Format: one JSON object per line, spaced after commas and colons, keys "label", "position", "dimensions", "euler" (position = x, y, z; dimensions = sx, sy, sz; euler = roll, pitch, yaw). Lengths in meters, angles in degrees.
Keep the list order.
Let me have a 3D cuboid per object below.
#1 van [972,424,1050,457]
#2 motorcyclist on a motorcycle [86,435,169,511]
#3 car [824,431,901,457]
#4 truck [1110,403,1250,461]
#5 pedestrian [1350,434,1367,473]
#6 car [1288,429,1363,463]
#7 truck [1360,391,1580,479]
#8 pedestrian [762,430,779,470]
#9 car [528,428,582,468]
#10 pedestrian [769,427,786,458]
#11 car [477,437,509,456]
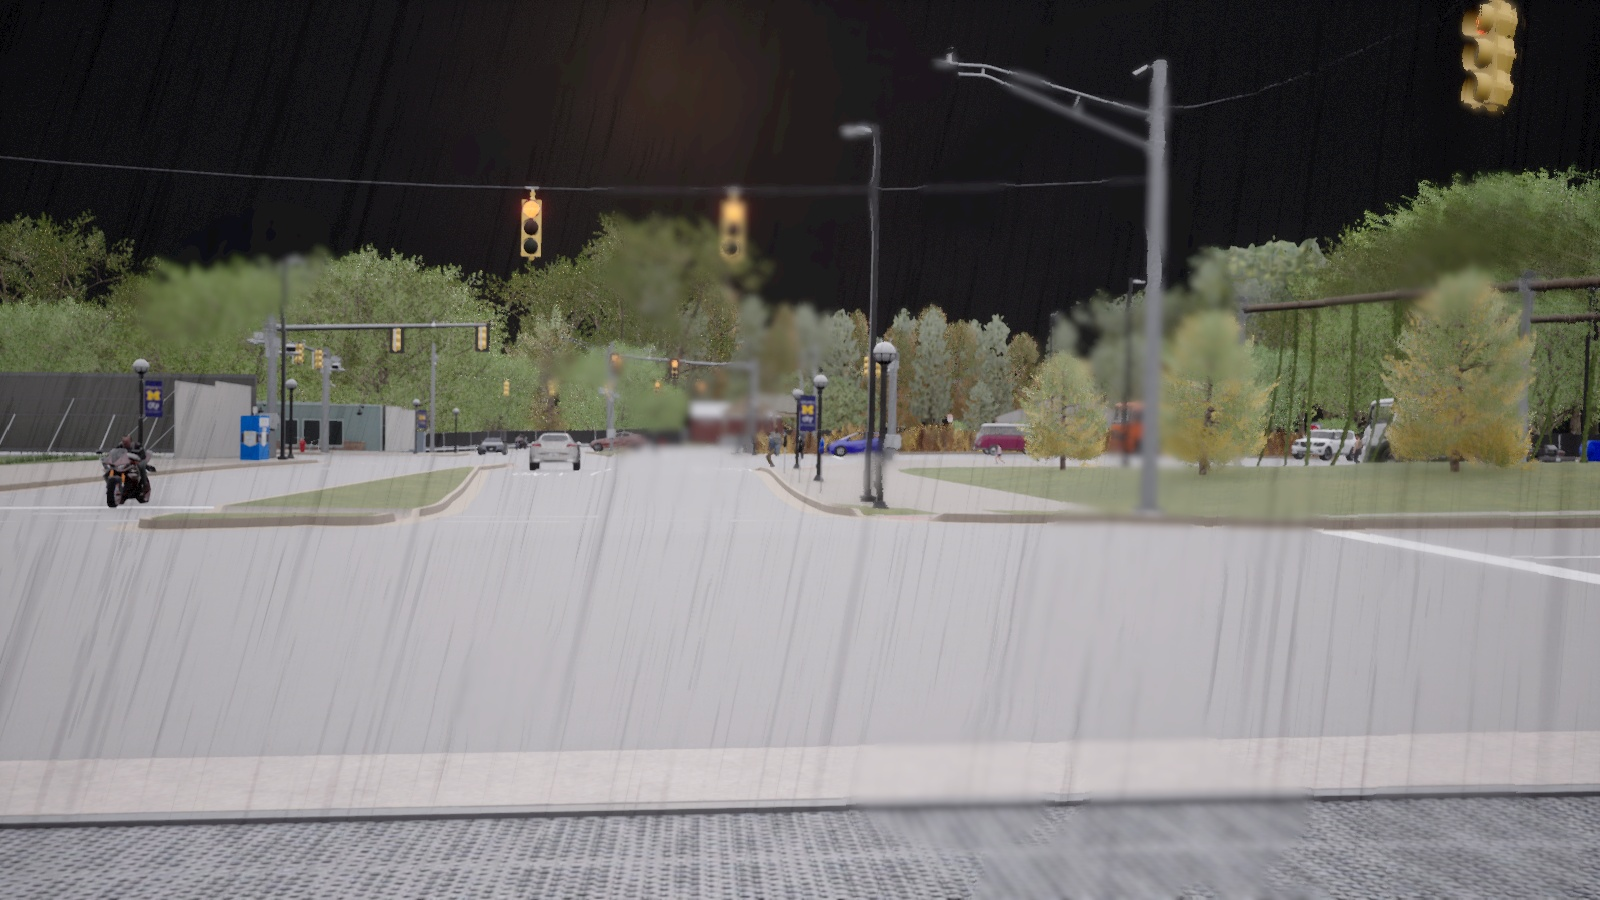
{"label": "van", "position": [13.158, -0.597, 78.471], "dimensions": [4.442, 1.987, 1.775], "euler": [1, 2, -5]}
{"label": "motorcyclist on a motorcycle", "position": [-14.241, 0.459, 26.660], "dimensions": [0.866, 1.530, 2.191], "euler": [0, 1, -8]}
{"label": "car", "position": [3.860, -0.362, 77.687], "dimensions": [4.514, 1.525, 2.007], "euler": [-1, 1, -4]}
{"label": "truck", "position": [23.996, -1.156, 79.558], "dimensions": [7.936, 3.462, 2.891], "euler": [1, 2, -9]}
{"label": "pedestrian", "position": [27.109, 0.167, 60.945], "dimensions": [0.594, 1.836, 0.345], "euler": [3, 2, 43]}
{"label": "car", "position": [34.374, -0.253, 82.025], "dimensions": [5.566, 2.045, 2.150], "euler": [1, 2, -40]}
{"label": "truck", "position": [28.480, -0.583, 53.793], "dimensions": [2.891, 3.462, 7.936], "euler": [1, 0, -30]}
{"label": "pedestrian", "position": [-1.451, 0.009, 61.345], "dimensions": [0.788, 1.949, 0.423], "euler": [1, 1, -4]}
{"label": "car", "position": [-10.712, -0.080, 55.179], "dimensions": [2.152, 1.651, 5.027], "euler": [0, 0, -9]}
{"label": "pedestrian", "position": [-1.372, -0.450, 77.056], "dimensions": [0.874, 1.855, 0.900], "euler": [1, 1, -8]}
{"label": "car", "position": [-23.472, -0.282, 96.178], "dimensions": [1.994, 1.385, 4.181], "euler": [-1, 1, -9]}
